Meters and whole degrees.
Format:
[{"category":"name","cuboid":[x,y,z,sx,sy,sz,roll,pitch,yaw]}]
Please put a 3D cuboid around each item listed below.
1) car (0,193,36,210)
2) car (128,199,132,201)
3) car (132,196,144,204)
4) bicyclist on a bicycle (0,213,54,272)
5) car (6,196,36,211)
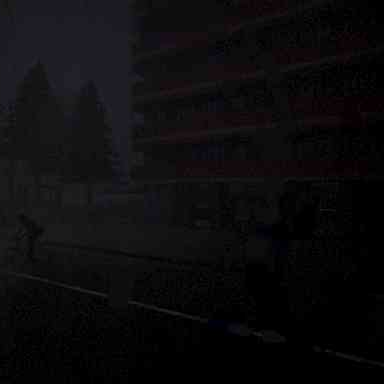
[{"category":"car","cuboid":[-22.378,1.165,41.998,2.150,2.045,5.566,0,0,34]},{"category":"car","cuboid":[-9.309,1.470,59.063,4.674,1.442,1.812,0,0,-43]},{"category":"car","cuboid":[-6.813,1.165,56.766,5.566,2.045,2.150,0,0,-42]},{"category":"bicyclist on a bicycle","cuboid":[-4.828,1.447,9.813,0.582,1.620,1.656,0,2,34]},{"category":"car","cuboid":[-19.333,1.545,40.262,1.895,1.301,4.718,0,0,34]}]
